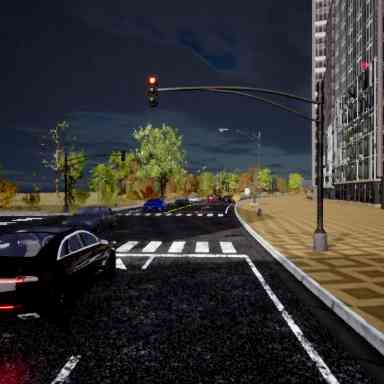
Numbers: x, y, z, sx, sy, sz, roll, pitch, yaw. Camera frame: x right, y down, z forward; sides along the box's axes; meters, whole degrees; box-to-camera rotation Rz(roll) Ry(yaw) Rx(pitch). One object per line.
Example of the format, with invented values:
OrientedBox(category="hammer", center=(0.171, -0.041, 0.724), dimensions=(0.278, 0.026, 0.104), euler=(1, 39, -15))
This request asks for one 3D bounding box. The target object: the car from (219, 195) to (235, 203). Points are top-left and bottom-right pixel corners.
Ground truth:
OrientedBox(category="car", center=(7.488, 1.493, 70.118), dimensions=(1.882, 1.535, 5.008), euler=(0, 0, 12))

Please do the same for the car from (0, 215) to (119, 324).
OrientedBox(category="car", center=(-2.993, 1.491, 7.121), dimensions=(2.128, 1.511, 4.902), euler=(0, 0, 1))

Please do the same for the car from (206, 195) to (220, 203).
OrientedBox(category="car", center=(4.370, 1.366, 71.171), dimensions=(2.097, 1.767, 4.553), euler=(0, 0, 12))

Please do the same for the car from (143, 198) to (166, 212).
OrientedBox(category="car", center=(-4.277, 1.477, 38.311), dimensions=(1.882, 1.535, 5.008), euler=(0, 0, 7))

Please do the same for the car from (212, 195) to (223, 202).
OrientedBox(category="car", center=(6.327, 1.495, 80.564), dimensions=(1.882, 1.535, 5.008), euler=(0, 0, 14))

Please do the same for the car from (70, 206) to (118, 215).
OrientedBox(category="car", center=(-5.894, 1.545, 19.937), dimensions=(2.033, 1.411, 5.357), euler=(0, 0, 4))

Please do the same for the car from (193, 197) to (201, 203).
OrientedBox(category="car", center=(0.625, 1.610, 69.589), dimensions=(1.895, 1.301, 4.718), euler=(0, 0, 11))

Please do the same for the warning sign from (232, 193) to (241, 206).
OrientedBox(category="warning sign", center=(6.460, 1.122, 48.222), dimensions=(1.300, 1.860, 1.060), euler=(0, 0, 8))

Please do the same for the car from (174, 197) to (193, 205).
OrientedBox(category="car", center=(-1.638, 1.552, 57.316), dimensions=(2.033, 1.411, 5.357), euler=(0, 0, 10))

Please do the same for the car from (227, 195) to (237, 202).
OrientedBox(category="car", center=(9.621, 1.498, 80.376), dimensions=(1.882, 1.535, 5.008), euler=(0, 0, 14))
